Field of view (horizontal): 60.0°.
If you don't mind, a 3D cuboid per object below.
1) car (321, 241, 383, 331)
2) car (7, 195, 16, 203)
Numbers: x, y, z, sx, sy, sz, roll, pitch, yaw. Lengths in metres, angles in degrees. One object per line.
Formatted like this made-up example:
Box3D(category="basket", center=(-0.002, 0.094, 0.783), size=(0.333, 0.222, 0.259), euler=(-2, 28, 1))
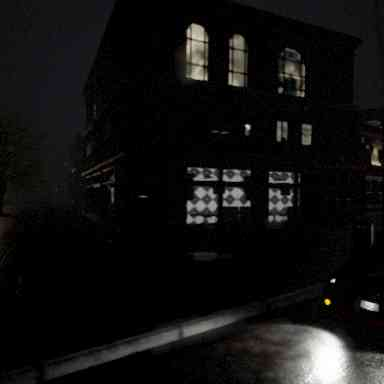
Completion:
Box3D(category="car", center=(4.331, 1.564, 6.277), size=(4.181, 1.385, 1.994), euler=(0, 0, -36))
Box3D(category="car", center=(-42.762, 1.551, 79.126), size=(2.192, 1.841, 5.009), euler=(1, -1, -24))
